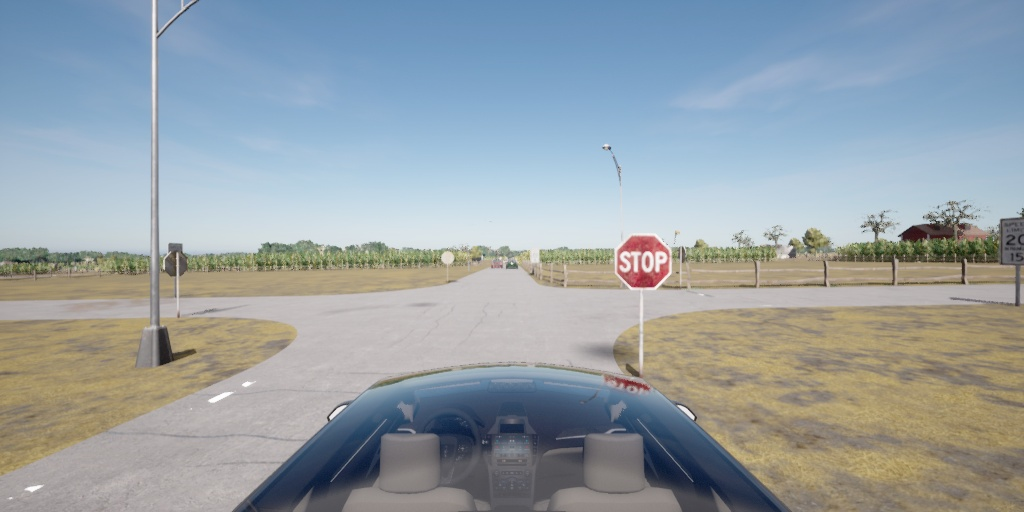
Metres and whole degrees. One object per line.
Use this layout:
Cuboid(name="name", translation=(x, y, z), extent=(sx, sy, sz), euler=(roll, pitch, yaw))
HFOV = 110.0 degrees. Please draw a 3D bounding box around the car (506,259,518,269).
Cuboid(name="car", translation=(0.003, 1.354, 61.897), extent=(2.097, 1.767, 4.553), euler=(0, 0, 0))
